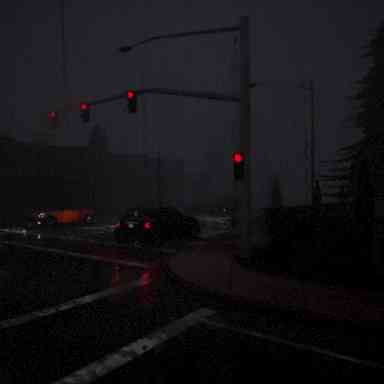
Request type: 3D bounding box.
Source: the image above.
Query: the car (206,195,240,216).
[{"bbox_3d":[3.936,1.340,35.347,2.150,2.045,5.566,-1,0,36],"label":"car"}]

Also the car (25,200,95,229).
[{"bbox_3d":[-9.114,1.495,23.131,2.097,1.767,4.553,0,0,35],"label":"car"}]

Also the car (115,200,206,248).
[{"bbox_3d":[-1.448,1.422,15.589,2.097,1.767,4.553,0,0,30],"label":"car"}]

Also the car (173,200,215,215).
[{"bbox_3d":[0.349,1.636,36.352,2.128,1.511,4.902,0,0,36],"label":"car"}]

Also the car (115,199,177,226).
[{"bbox_3d":[-3.382,1.471,25.142,2.097,1.767,4.553,0,0,36],"label":"car"}]
